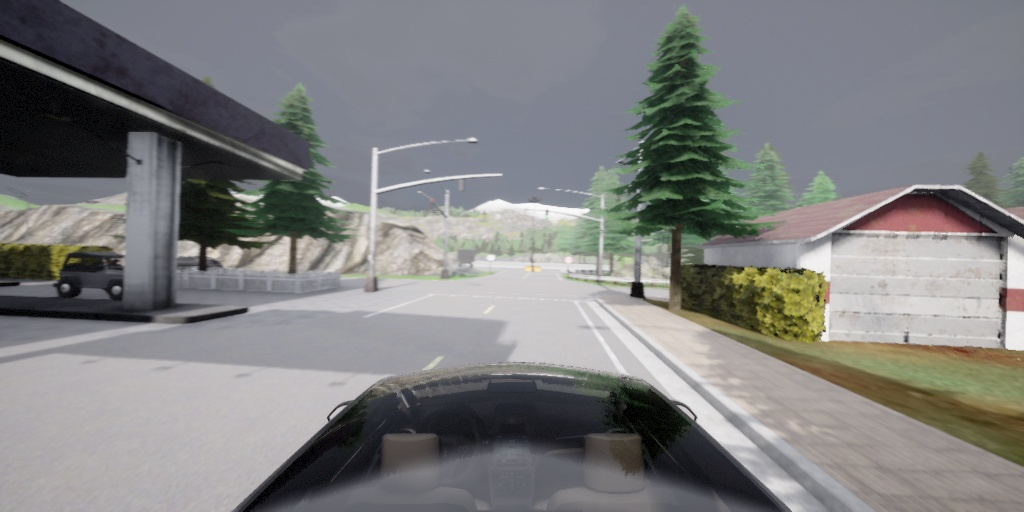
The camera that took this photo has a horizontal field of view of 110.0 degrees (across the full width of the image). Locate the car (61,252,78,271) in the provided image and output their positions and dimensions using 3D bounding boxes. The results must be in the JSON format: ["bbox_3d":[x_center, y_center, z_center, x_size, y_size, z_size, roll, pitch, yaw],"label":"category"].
[{"bbox_3d":[-43.032,0.271,32.580,4.892,1.490,1.837,2,0,6],"label":"car"}]

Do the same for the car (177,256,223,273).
[{"bbox_3d":[-27.771,0.719,31.016,4.892,1.490,1.837,2,0,6],"label":"car"}]
